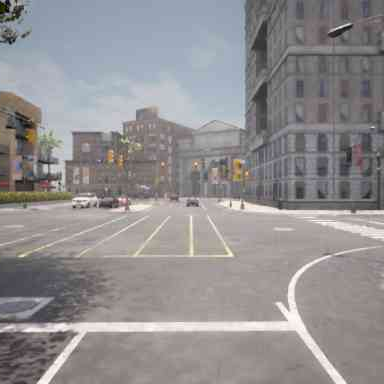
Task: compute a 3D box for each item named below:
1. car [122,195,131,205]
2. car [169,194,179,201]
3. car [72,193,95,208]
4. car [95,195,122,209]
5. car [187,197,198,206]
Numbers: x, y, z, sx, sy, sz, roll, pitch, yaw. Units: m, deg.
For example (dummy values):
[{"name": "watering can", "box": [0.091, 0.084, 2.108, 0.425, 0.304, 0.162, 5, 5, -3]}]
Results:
[{"name": "car", "box": [-11.560, 1.326, 55.509, 2.097, 1.767, 4.553, 0, 0, 0]}, {"name": "car", "box": [-3.944, 1.281, 72.453, 1.837, 1.490, 4.892, 0, 0, -8]}, {"name": "car", "box": [-15.039, 1.199, 46.896, 2.150, 2.045, 5.566, 0, 0, 0]}, {"name": "car", "box": [-11.550, 1.456, 46.373, 1.882, 1.535, 5.008, 0, 0, 1]}, {"name": "car", "box": [0.071, 1.522, 53.849, 2.033, 1.411, 5.357, 0, 0, 0]}]
